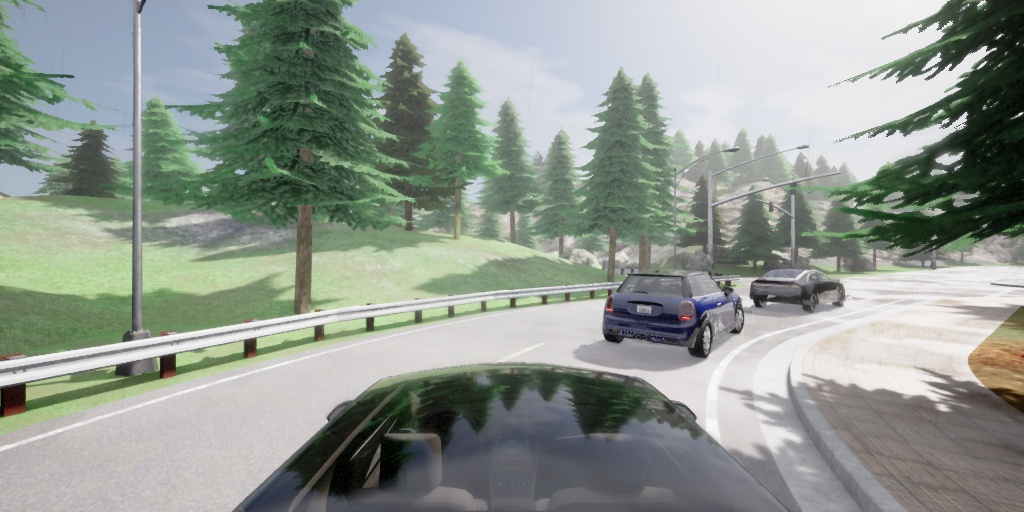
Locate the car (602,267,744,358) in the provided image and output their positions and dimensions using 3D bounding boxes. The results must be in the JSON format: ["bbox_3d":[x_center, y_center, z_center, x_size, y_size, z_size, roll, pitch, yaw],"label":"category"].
[{"bbox_3d":[4.126,1.109,8.857,2.097,1.767,4.553,0,0,43],"label":"car"}]

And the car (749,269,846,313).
[{"bbox_3d":[11.290,1.256,14.107,4.902,1.511,2.128,0,0,-33],"label":"car"}]
